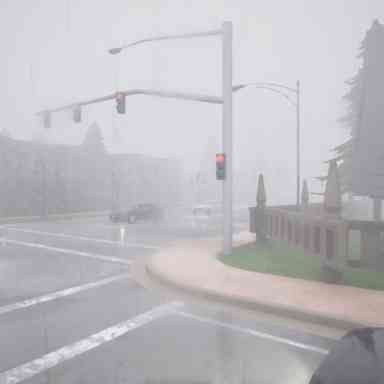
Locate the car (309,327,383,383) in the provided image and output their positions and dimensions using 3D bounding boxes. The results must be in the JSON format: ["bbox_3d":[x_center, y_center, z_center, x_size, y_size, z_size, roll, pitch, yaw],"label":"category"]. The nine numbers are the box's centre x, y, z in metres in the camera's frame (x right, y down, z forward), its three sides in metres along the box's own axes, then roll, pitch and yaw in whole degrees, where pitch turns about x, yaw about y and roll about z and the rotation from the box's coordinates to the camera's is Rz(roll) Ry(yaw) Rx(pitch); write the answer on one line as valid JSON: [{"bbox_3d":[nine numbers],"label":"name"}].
[{"bbox_3d":[3.320,1.546,1.553,5.357,1.411,2.033,0,0,38],"label":"car"}]

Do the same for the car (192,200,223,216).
[{"bbox_3d":[1.879,1.535,33.655,1.812,1.442,4.674,0,0,36],"label":"car"}]

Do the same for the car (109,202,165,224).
[{"bbox_3d":[-4.104,1.514,25.286,1.837,1.490,4.892,0,0,35],"label":"car"}]
